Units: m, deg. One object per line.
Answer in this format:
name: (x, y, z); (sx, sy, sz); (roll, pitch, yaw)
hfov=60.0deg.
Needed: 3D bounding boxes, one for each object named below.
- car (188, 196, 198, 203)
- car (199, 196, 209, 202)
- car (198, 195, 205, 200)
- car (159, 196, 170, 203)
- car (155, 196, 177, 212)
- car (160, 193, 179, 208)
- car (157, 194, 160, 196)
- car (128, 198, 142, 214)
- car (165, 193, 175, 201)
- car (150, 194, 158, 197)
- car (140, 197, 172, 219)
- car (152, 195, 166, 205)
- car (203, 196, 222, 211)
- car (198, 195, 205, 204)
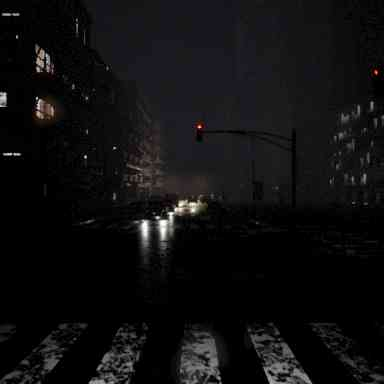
car: (0.119, 1.548, 67.286); (2.033, 1.411, 5.357); (0, 0, 0)
car: (2.664, 1.548, 74.984); (1.887, 1.381, 4.507); (-1, 0, 0)
car: (2.667, 1.535, 92.101); (1.752, 1.417, 4.829); (-1, 0, 0)
car: (-5.684, 1.583, 69.279); (1.802, 1.307, 4.206); (-1, 0, 0)
car: (-3.086, 1.521, 39.109); (1.812, 1.442, 4.674); (0, 0, 0)
car: (-3.078, 1.218, 49.456); (2.150, 2.045, 5.566); (0, 0, 0)
car: (-5.692, 1.312, 52.333); (2.192, 1.841, 5.009); (-1, 0, 0)
car: (-5.693, 1.540, 35.385); (1.887, 1.381, 4.507); (-1, 0, 0)
car: (-5.684, 1.322, 86.226); (2.192, 1.841, 5.009); (-1, 0, 0)
car: (-5.693, 1.436, 41.034); (1.967, 1.590, 4.097); (-1, 0, 0)
car: (-3.092, 1.501, 29.354); (1.837, 1.490, 4.892); (0, 0, 0)
car: (-5.689, 1.439, 57.981); (1.967, 1.590, 4.097); (-1, 0, 0)
car: (2.655, 1.540, 41.090); (1.887, 1.381, 4.507); (-1, 0, 0)
car: (2.661, 1.551, 63.685); (2.008, 1.369, 4.403); (-1, 0, 0)
